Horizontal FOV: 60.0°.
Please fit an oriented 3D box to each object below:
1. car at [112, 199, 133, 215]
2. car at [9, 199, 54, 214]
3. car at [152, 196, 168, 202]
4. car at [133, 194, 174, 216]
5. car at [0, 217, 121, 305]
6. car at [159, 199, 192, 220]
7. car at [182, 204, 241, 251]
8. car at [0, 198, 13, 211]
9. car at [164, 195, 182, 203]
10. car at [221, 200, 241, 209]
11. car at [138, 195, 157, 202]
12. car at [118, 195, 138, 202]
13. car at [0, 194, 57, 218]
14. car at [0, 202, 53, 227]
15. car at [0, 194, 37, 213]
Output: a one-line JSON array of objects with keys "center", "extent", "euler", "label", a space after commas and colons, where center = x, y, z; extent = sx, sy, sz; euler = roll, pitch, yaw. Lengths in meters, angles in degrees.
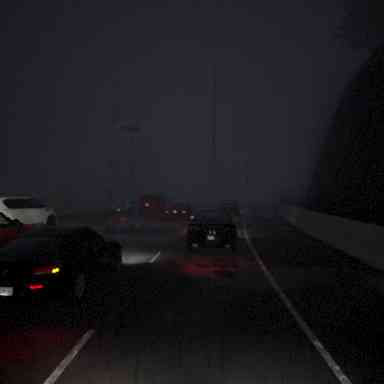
[{"center": [-6.618, 1.531, 34.350], "extent": [1.812, 1.442, 4.674], "euler": [0, 0, 12], "label": "car"}, {"center": [-17.204, 1.518, 35.933], "extent": [1.812, 1.442, 4.674], "euler": [0, 0, 12], "label": "car"}, {"center": [-7.330, 1.568, 77.111], "extent": [1.994, 1.385, 4.181], "euler": [0, 0, 24], "label": "car"}, {"center": [-3.481, 1.230, 32.314], "extent": [2.150, 2.045, 5.566], "euler": [0, 0, 11], "label": "car"}, {"center": [-3.079, 1.525, 7.973], "extent": [1.812, 1.442, 4.674], "euler": [0, 0, 3], "label": "car"}, {"center": [-0.814, 1.557, 27.660], "extent": [2.033, 1.411, 5.357], "euler": [0, 0, 10], "label": "car"}, {"center": [0.921, 1.484, 14.297], "extent": [1.882, 1.535, 5.008], "euler": [0, 0, 5], "label": "car"}, {"center": [-23.693, 1.477, 39.018], "extent": [2.128, 1.511, 4.902], "euler": [0, 0, 12], "label": "car"}, {"center": [-4.195, 1.547, 75.553], "extent": [2.128, 1.511, 4.902], "euler": [0, 0, 24], "label": "car"}, {"center": [3.764, 1.509, 32.658], "extent": [2.128, 1.511, 4.902], "euler": [0, 0, 12], "label": "car"}, {"center": [-10.464, 1.549, 78.668], "extent": [2.033, 1.411, 5.357], "euler": [0, 0, 24], "label": "car"}, {"center": [-14.868, 1.536, 77.452], "extent": [2.128, 1.511, 4.902], "euler": [0, 0, 24], "label": "car"}, {"center": [-9.319, 1.216, 17.491], "extent": [2.150, 2.045, 5.566], "euler": [0, 0, 6], "label": "car"}, {"center": [-6.434, 1.348, 10.096], "extent": [2.097, 1.767, 4.553], "euler": [0, 0, 4], "label": "car"}, {"center": [-20.418, 1.210, 37.709], "extent": [2.150, 2.045, 5.566], "euler": [0, 0, 12], "label": "car"}]
